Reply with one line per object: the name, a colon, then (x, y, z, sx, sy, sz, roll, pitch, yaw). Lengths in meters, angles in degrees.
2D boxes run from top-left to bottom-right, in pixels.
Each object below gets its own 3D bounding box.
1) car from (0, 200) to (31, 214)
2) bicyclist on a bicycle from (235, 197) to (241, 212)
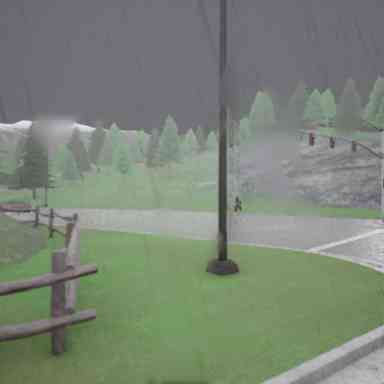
car: (-19.544, 1.582, 35.786, 4.181, 1.385, 1.994, 0, 0, 11)
bicyclist on a bicycle: (5.163, 1.389, 37.256, 0.582, 1.620, 1.656, 0, 0, 34)
